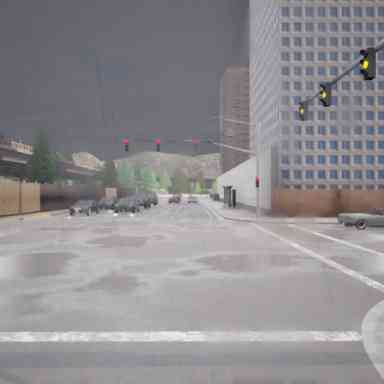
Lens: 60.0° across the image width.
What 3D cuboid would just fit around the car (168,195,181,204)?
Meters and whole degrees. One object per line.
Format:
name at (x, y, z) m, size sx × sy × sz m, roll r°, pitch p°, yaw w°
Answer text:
car at (-3.510, 1.597, 64.232) m, size 1.895 × 1.301 × 4.718 m, roll 0°, pitch 0°, yaw 0°

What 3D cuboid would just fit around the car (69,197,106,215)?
car at (-10.608, 1.490, 33.191) m, size 2.128 × 1.511 × 4.902 m, roll 0°, pitch 0°, yaw 1°

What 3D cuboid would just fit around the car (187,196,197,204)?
car at (0.086, 1.597, 64.563) m, size 1.895 × 1.301 × 4.718 m, roll 0°, pitch 0°, yaw 0°

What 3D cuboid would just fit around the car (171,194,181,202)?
car at (-3.511, 1.302, 74.425) m, size 1.882 × 1.535 × 5.008 m, roll 0°, pitch 0°, yaw 0°

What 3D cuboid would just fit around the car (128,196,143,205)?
car at (-10.568, 1.474, 62.100) m, size 1.882 × 1.535 × 5.008 m, roll 0°, pitch 0°, yaw 0°

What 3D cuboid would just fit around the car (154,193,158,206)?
car at (-7.073, 1.218, 56.904) m, size 2.150 × 2.045 × 5.566 m, roll 0°, pitch 0°, yaw 0°

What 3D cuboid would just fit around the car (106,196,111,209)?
car at (-10.598, 1.350, 42.087) m, size 2.097 × 1.767 × 4.553 m, roll 0°, pitch 0°, yaw 0°

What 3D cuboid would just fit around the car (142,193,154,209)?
car at (-7.091, 1.219, 46.175) m, size 2.150 × 2.045 × 5.566 m, roll 0°, pitch 0°, yaw 0°

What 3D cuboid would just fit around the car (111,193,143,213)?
car at (-7.093, 1.350, 36.739) m, size 2.097 × 1.767 × 4.553 m, roll 0°, pitch 0°, yaw 0°

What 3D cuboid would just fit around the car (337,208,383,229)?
car at (11.850, 1.655, 21.142) m, size 4.718 × 1.301 × 1.895 m, roll 0°, pitch 0°, yaw 0°

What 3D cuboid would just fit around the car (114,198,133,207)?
car at (-10.595, 1.598, 51.881) m, size 1.895 × 1.301 × 4.718 m, roll 0°, pitch 0°, yaw 0°

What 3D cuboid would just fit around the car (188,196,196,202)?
car at (-0.010, 1.591, 74.805) m, size 1.895 × 1.301 × 4.718 m, roll 0°, pitch 0°, yaw 0°
